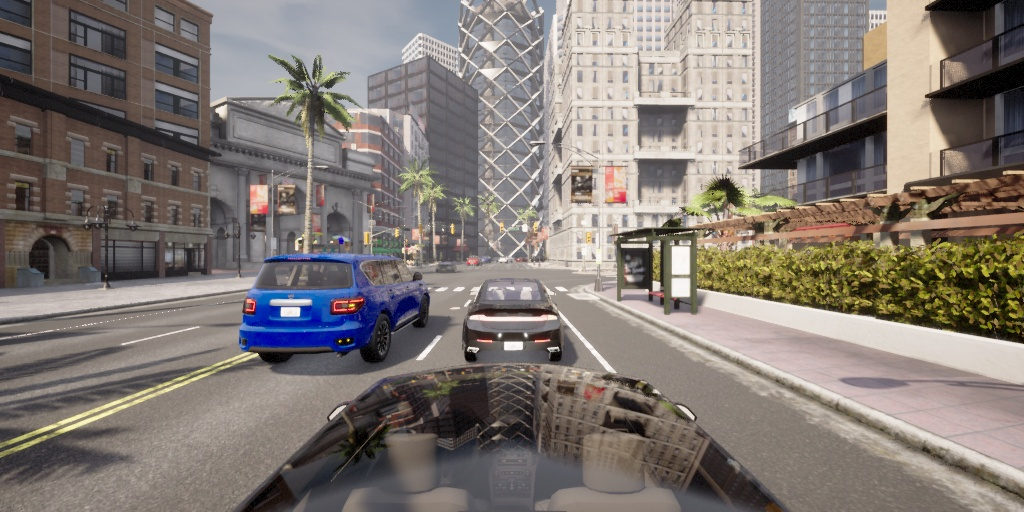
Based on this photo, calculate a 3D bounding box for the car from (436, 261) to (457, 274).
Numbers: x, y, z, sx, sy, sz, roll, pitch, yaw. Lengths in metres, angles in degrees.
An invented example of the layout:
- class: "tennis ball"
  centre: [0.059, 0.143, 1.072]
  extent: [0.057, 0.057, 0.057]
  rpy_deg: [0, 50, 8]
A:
- class: "car"
  centre: [-7.511, 1.314, 41.284]
  extent: [1.994, 1.385, 4.181]
  rpy_deg: [0, 0, -1]

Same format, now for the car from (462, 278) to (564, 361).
- class: "car"
  centre: [0.013, 1.242, 8.228]
  extent: [2.128, 1.511, 4.902]
  rpy_deg: [0, 0, 0]

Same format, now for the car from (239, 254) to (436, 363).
- class: "car"
  centre: [-3.489, 0.971, 8.313]
  extent: [2.150, 2.045, 5.566]
  rpy_deg: [0, 0, 0]
